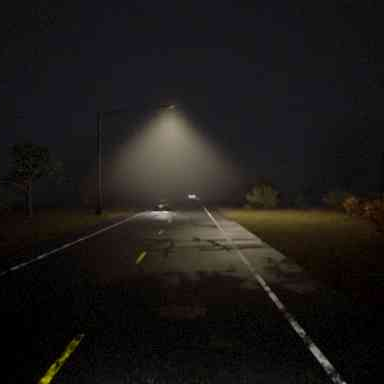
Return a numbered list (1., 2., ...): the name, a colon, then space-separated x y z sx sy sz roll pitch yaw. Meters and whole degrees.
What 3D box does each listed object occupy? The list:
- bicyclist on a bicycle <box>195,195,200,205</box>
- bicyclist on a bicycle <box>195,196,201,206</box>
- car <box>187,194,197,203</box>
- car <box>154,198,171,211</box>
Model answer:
1. bicyclist on a bicycle: 0.954 1.420 59.114 0.866 1.612 1.509 0 2 0
2. bicyclist on a bicycle: 0.953 1.432 51.115 0.866 1.612 1.509 0 -1 0
3. car: -0.008 1.573 66.899 1.895 1.301 4.718 0 0 0
4. car: -3.596 1.495 41.008 2.128 1.511 4.902 0 0 0
